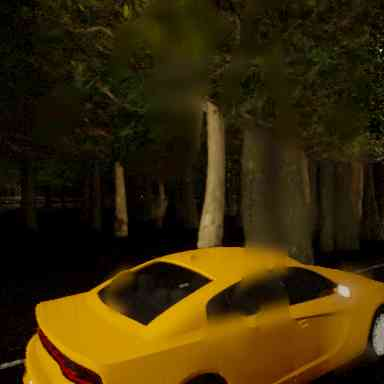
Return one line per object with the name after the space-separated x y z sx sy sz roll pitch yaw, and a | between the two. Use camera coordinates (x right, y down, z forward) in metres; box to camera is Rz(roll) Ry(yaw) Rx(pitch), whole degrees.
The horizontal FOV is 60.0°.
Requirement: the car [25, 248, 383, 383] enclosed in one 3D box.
0.686 1.473 4.236 5.008 1.535 1.882 0 0 -35 | car
